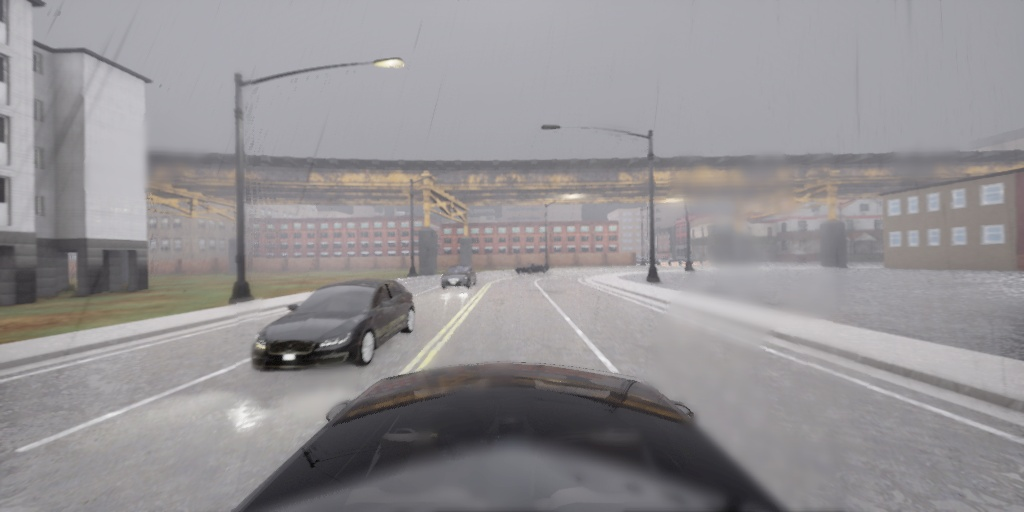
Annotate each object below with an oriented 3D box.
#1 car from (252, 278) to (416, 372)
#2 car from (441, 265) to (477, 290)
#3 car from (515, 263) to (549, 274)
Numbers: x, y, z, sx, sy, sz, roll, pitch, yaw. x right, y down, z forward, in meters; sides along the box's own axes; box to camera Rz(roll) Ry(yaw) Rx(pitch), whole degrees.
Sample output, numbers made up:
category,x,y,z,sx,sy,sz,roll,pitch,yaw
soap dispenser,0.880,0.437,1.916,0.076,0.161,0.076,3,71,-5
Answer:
category,x,y,z,sx,sy,sz,roll,pitch,yaw
car,-3.601,1.331,8.210,1.837,1.490,4.892,-1,1,0
car,-3.527,1.385,24.318,2.128,1.511,4.902,-1,0,1
car,2.410,1.480,42.958,1.895,1.301,4.718,-1,0,40
